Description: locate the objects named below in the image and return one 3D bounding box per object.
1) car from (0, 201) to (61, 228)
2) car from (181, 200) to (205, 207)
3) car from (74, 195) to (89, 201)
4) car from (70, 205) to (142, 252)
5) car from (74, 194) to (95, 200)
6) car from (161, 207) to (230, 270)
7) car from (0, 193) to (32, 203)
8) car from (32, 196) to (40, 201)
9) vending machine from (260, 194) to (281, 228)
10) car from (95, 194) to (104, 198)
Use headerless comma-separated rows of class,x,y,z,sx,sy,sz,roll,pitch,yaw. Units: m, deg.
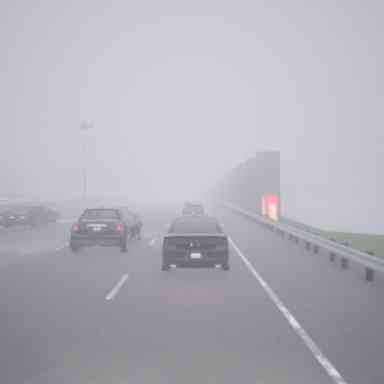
car,-10.404,1.520,21.694,2.033,1.411,5.357,0,0,0
car,0.094,1.456,29.127,2.128,1.511,4.902,0,0,0
car,-27.325,1.417,82.746,2.128,1.511,4.902,0,0,0
car,-3.402,1.335,14.018,2.097,1.767,4.553,0,0,0
car,-20.569,1.276,62.667,2.097,1.767,4.553,0,0,2
car,0.098,1.464,10.951,1.882,1.535,5.008,0,0,0
car,-24.509,1.166,44.955,2.150,2.045,5.566,0,0,1
car,-31.028,1.445,63.943,2.128,1.511,4.902,0,0,1
vending machine,4.995,1.170,21.192,1.100,2.100,0.880,0,0,0
car,-23.843,1.362,84.807,2.128,1.511,4.902,0,0,0
